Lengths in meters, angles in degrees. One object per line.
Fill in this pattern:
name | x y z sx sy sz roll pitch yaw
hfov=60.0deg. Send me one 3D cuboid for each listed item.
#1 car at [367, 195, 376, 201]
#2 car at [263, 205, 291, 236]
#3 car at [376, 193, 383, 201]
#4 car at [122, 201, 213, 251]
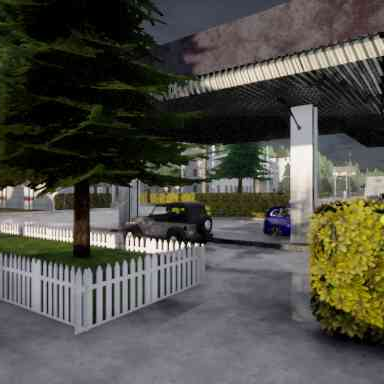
car | 33.016 1.307 60.276 2.007 1.523 4.514 0 0 35
car | 5.802 1.485 15.998 4.611 1.667 2.242 0 0 35
car | 25.754 1.081 43.534 1.905 1.878 3.866 0 0 35
car | -0.998 1.323 13.848 3.866 1.878 1.905 0 0 35
